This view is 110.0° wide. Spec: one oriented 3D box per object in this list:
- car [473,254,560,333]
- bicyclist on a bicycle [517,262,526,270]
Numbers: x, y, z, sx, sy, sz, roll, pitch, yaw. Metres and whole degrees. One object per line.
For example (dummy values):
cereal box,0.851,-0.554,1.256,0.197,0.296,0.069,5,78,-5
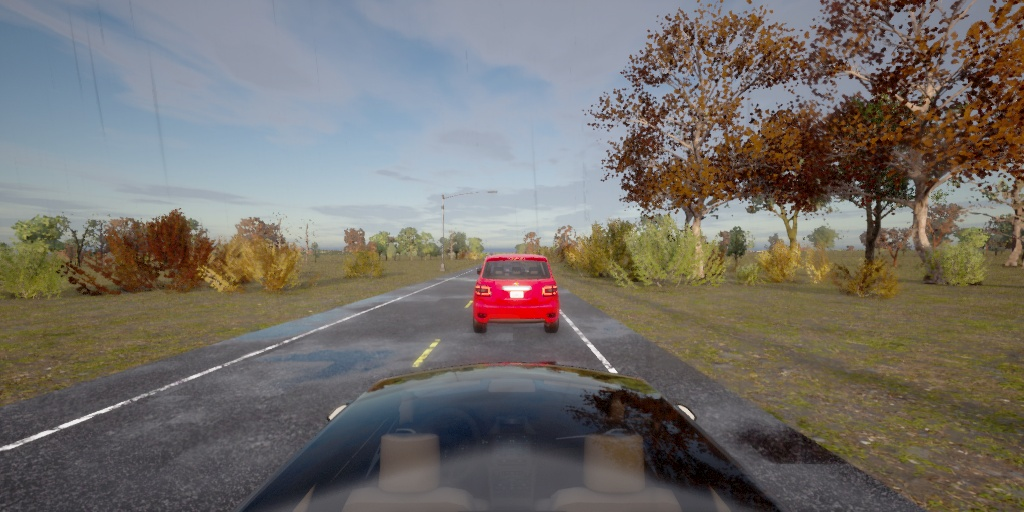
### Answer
car,0.085,0.968,10.831,2.150,2.045,5.566,0,0,-1
bicyclist on a bicycle,0.880,1.110,30.010,0.659,1.776,1.843,0,0,0
